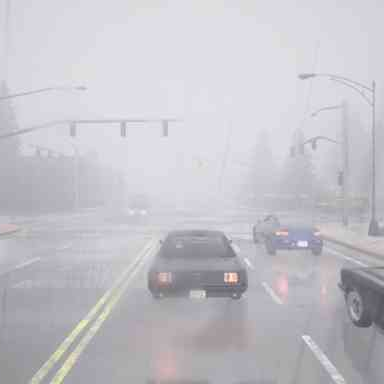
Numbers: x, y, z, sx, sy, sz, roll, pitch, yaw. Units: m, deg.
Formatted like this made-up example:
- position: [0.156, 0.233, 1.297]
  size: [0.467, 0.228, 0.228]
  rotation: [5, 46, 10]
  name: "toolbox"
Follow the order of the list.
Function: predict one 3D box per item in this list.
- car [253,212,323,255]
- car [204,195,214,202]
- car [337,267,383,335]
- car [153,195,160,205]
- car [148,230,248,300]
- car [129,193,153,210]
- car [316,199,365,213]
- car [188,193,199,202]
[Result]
- position: [3.633, 1.526, 13.153]
  size: [1.812, 1.442, 4.674]
  rotation: [0, 0, 0]
  name: "car"
- position: [3.810, 1.355, 75.038]
  size: [2.097, 1.767, 4.553]
  rotation: [0, 0, 0]
  name: "car"
- position: [3.612, 1.601, 4.050]
  size: [1.895, 1.301, 4.718]
  rotation: [0, 0, 0]
  name: "car"
- position: [-6.840, 1.352, 57.649]
  size: [2.097, 1.767, 4.553]
  rotation: [0, 0, 1]
  name: "car"
- position: [0.097, 1.601, 8.361]
  size: [1.895, 1.301, 4.718]
  rotation: [0, 0, 0]
  name: "car"
- position: [-6.910, 1.222, 44.287]
  size: [2.150, 2.045, 5.566]
  rotation: [0, 0, 0]
  name: "car"
- position: [16.069, 1.478, 36.137]
  size: [5.008, 1.535, 1.882]
  rotation: [0, 0, 0]
  name: "car"
- position: [0.306, 1.225, 74.932]
  size: [2.150, 2.045, 5.566]
  rotation: [0, 0, 0]
  name: "car"
